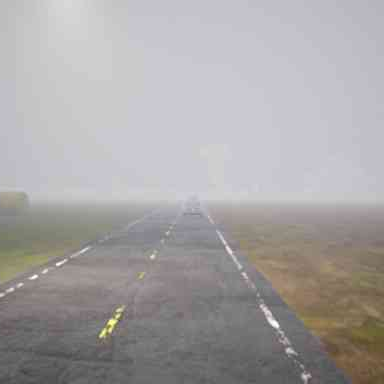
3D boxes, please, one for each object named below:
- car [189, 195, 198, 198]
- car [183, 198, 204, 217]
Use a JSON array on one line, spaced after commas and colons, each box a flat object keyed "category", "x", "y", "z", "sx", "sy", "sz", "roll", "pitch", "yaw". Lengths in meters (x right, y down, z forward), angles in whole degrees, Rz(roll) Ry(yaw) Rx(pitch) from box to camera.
[{"category": "car", "x": 0.248, "y": 1.388, "z": 62.181, "sx": 2.033, "sy": 1.649, "sz": 4.856, "roll": 0, "pitch": -2, "yaw": 0}, {"category": "car", "x": 0.119, "y": 1.538, "z": 30.283, "sx": 2.033, "sy": 1.411, "sz": 5.357, "roll": 0, "pitch": 0, "yaw": 0}]
